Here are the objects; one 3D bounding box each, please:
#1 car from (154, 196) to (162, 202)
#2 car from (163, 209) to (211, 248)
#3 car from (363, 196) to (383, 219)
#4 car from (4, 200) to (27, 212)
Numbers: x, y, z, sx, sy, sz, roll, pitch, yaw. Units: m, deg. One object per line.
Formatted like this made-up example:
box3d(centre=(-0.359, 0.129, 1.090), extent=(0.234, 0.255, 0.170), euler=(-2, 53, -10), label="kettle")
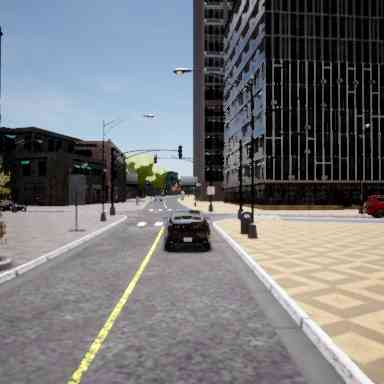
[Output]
box3d(centre=(-7.749, 1.560, 76.439), extent=(2.033, 1.411, 5.357), euler=(0, 0, -4), label="car")
box3d(centre=(-0.226, 1.512, 14.698), extent=(1.837, 1.490, 4.892), euler=(0, 0, -2), label="car")
box3d(centre=(15.765, 1.188, 25.206), extent=(5.009, 1.841, 2.192), euler=(0, -1, 18), label="car")
box3d(centre=(-20.555, 1.568, 37.122), extent=(4.313, 1.339, 1.947), euler=(0, -1, 18), label="car")
